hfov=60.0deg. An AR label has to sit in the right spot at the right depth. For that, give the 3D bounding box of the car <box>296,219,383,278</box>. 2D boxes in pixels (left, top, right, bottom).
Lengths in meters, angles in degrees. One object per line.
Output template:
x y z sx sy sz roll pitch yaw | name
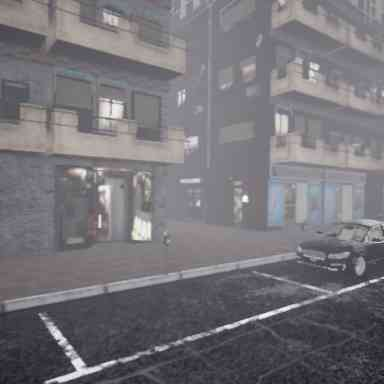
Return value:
4.987 1.545 10.059 4.403 1.369 2.008 0 1 -35 | car
